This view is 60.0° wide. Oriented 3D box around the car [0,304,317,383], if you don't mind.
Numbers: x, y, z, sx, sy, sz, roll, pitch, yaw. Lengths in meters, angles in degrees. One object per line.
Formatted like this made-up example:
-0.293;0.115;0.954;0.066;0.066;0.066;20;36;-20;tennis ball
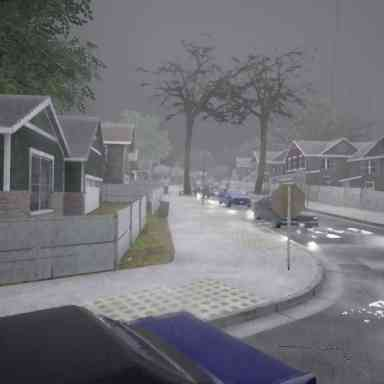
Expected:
-1.426;1.602;1.934;4.718;1.301;1.895;0;0;-35;car

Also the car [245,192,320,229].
4.646;0.960;17.508;2.033;1.411;5.357;1;3;-6;car

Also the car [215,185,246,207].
3.528;0.383;27.975;1.882;1.535;5.008;1;3;-7;car

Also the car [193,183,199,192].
1.228;-0.650;49.746;2.128;1.511;4.902;1;3;-6;car

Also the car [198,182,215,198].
2.423;-0.104;38.323;2.128;1.511;4.902;1;3;-6;car
